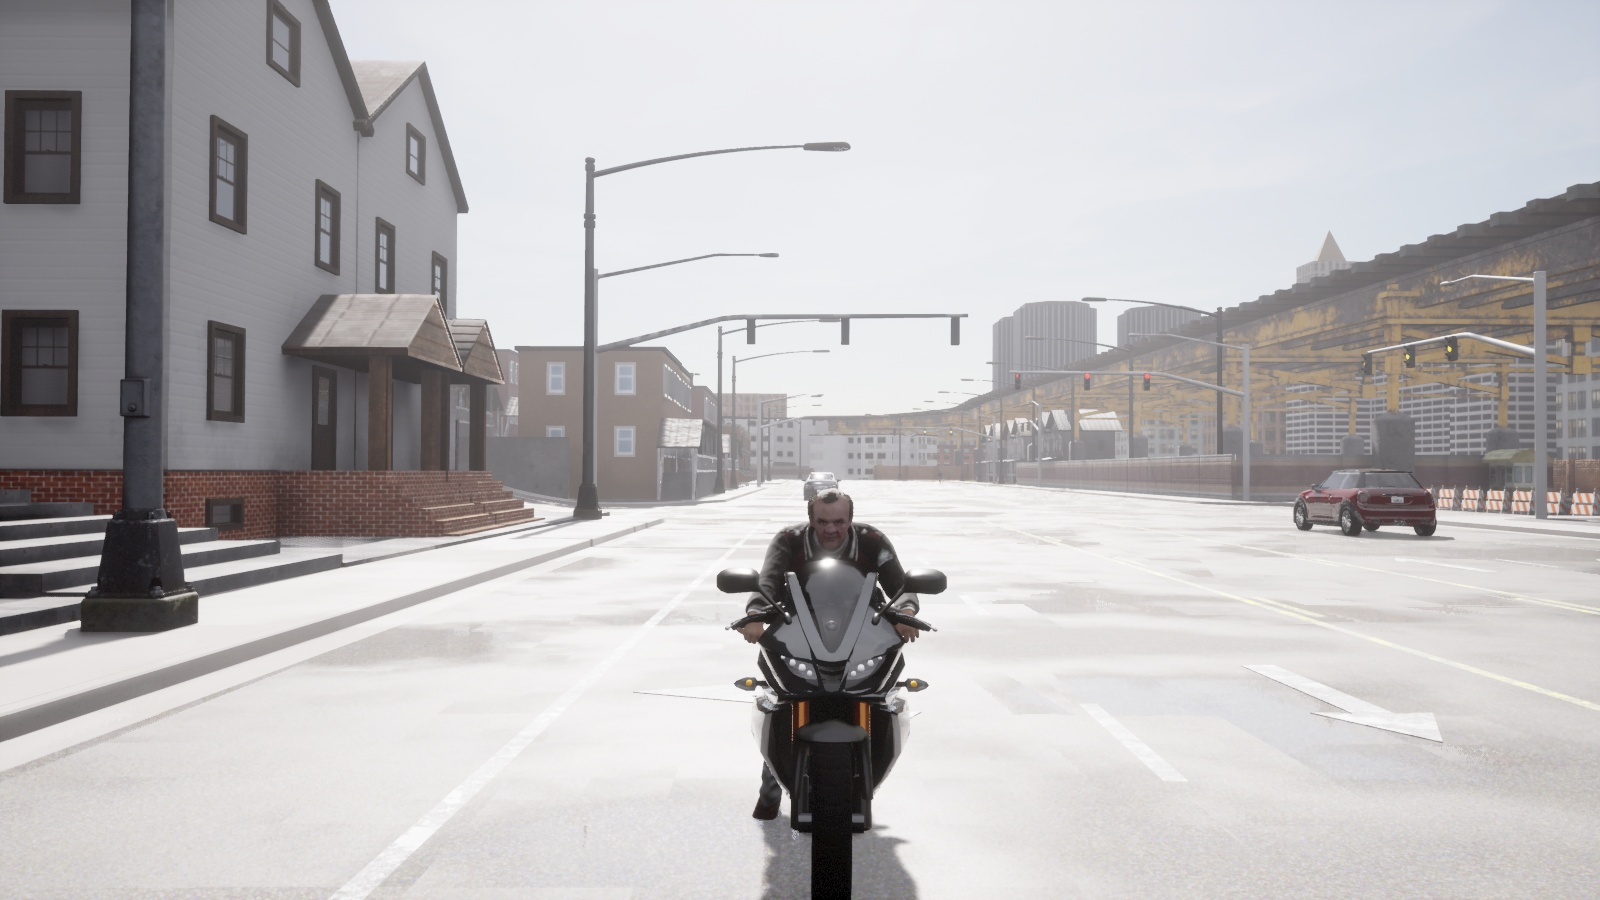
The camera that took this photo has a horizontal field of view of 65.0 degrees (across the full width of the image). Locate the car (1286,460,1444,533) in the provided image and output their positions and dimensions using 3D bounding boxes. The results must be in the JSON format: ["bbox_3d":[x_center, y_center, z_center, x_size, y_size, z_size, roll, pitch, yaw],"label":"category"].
[{"bbox_3d":[14.574,1.162,32.692,2.097,1.767,4.553,0,-1,1],"label":"car"}]

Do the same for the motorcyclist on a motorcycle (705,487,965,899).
[{"bbox_3d":[0.135,0.938,5.312,0.866,1.530,2.191,0,-1,1],"label":"motorcyclist on a motorcycle"}]

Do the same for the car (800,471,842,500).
[{"bbox_3d":[1.191,1.906,68.064,2.128,1.511,4.902,0,-1,2],"label":"car"}]
